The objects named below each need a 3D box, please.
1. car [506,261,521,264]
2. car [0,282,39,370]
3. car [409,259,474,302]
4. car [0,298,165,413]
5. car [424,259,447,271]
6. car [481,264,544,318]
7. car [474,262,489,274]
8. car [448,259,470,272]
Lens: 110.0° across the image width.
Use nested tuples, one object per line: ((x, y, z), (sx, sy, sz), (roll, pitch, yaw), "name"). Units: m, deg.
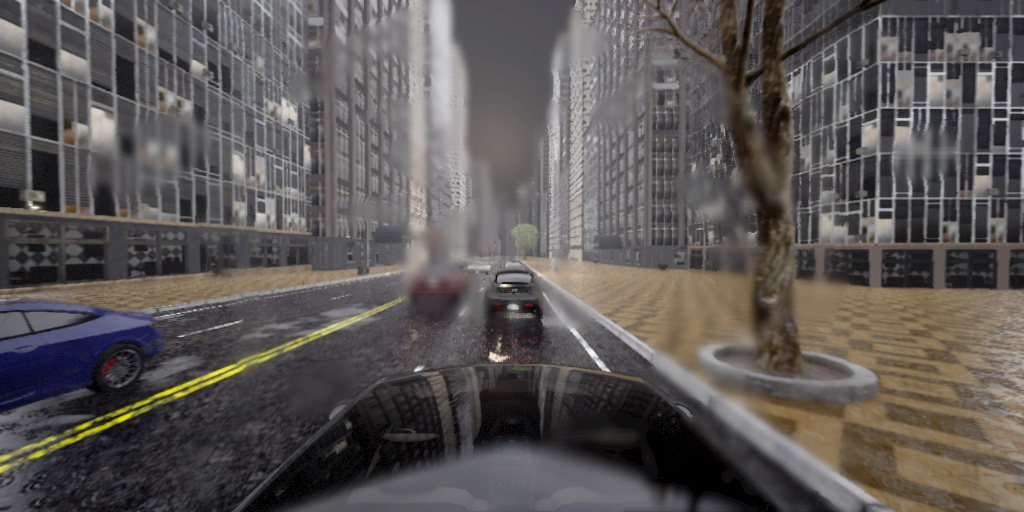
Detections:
((0.098, 1.182, 32.448), (2.033, 1.411, 5.357), (0, 0, 0), "car")
((-9.850, 1.245, 4.317), (1.837, 1.490, 4.892), (0, 0, 0), "car")
((-3.155, 1.046, 16.569), (2.097, 1.767, 4.553), (0, 0, 0), "car")
((-6.599, 1.267, 3.955), (1.812, 1.442, 4.674), (0, 0, 0), "car")
((-9.828, 1.090, 46.274), (1.837, 1.490, 4.892), (0, 0, 0), "car")
((0.087, 1.215, 12.738), (1.837, 1.490, 4.892), (0, 1, 0), "car")
((-3.150, 1.222, 36.031), (1.895, 1.301, 4.718), (0, 0, 0), "car")
((-6.583, 1.134, 45.295), (2.033, 1.411, 5.357), (0, 0, 0), "car")
